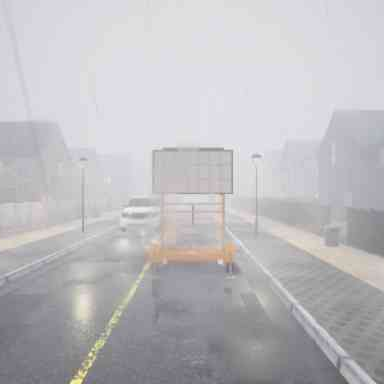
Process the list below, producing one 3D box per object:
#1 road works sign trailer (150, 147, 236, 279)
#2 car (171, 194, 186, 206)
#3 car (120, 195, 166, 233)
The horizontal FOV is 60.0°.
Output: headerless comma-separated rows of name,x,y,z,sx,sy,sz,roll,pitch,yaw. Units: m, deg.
road works sign trailer,0.027,0.466,10.071,2.380,3.560,2.880,0,0,1
car,-2.682,1.430,61.153,2.150,2.045,5.566,0,0,1
car,-2.807,1.236,20.135,2.150,2.045,5.566,0,0,0
